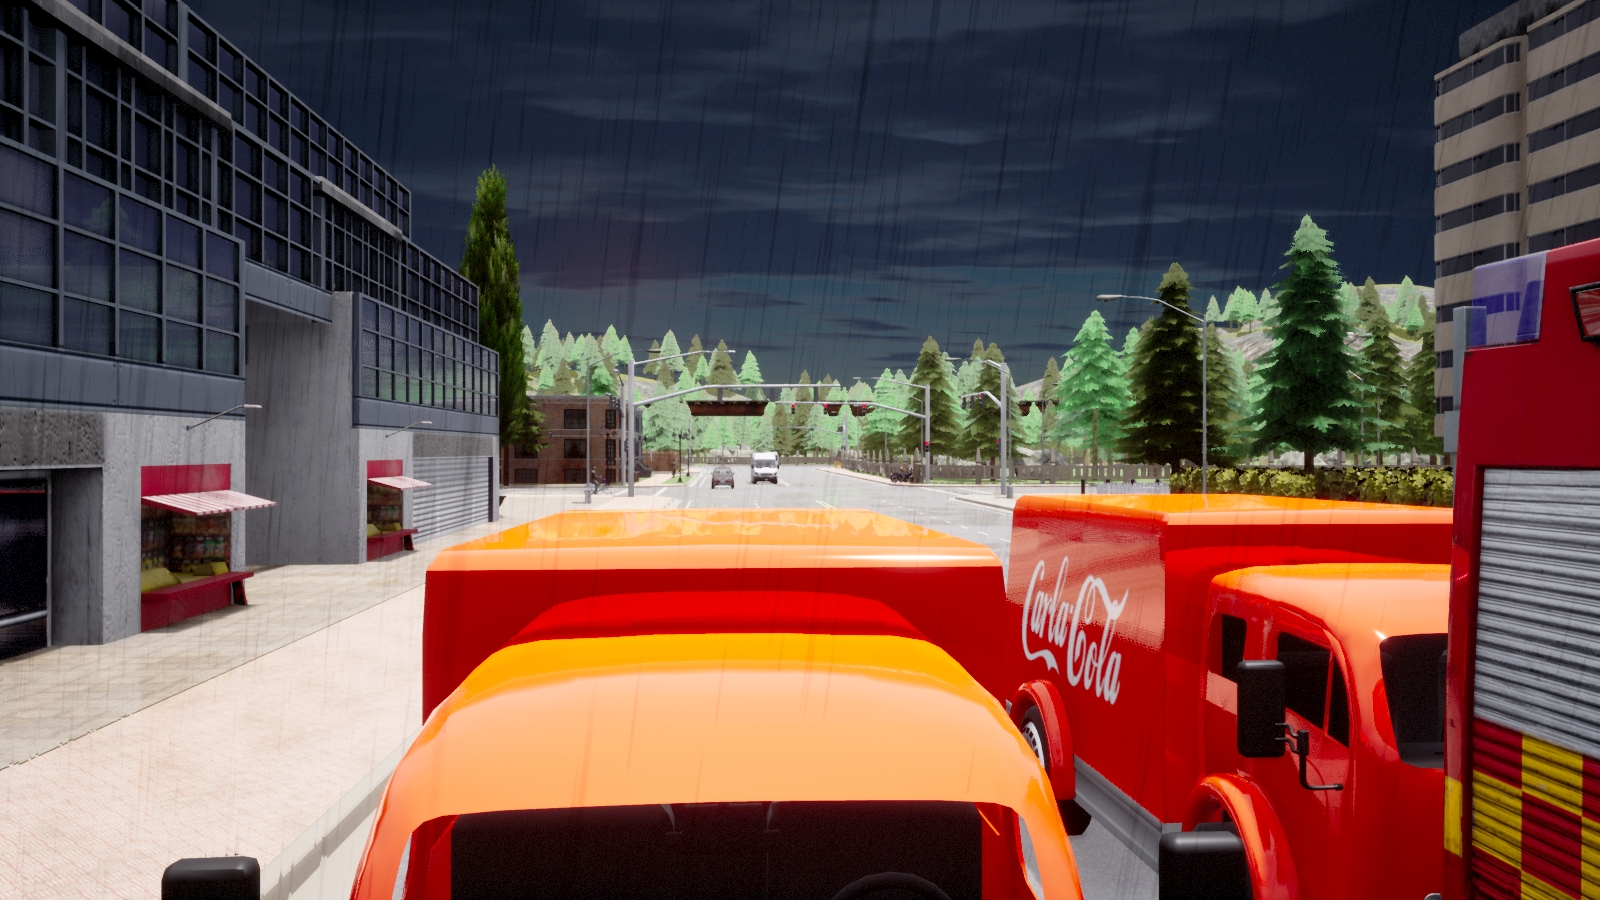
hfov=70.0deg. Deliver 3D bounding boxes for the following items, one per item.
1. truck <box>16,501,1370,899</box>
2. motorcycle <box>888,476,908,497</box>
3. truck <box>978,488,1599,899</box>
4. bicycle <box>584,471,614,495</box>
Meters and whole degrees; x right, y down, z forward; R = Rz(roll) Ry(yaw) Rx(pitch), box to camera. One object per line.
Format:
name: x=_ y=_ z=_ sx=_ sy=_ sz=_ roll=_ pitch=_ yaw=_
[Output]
truck: x=-0.347 y=1.568 z=4.821 sx=2.627 sy=2.467 sz=5.204 roll=0 pitch=0 yaw=-4
motorcycle: x=5.944 y=2.205 z=69.519 sx=0.867 sy=1.251 sz=2.209 roll=0 pitch=0 yaw=-4
truck: x=3.003 y=1.568 z=7.234 sx=2.627 sy=2.467 sz=5.204 roll=0 pitch=0 yaw=-4
bicycle: x=-12.531 y=2.060 z=71.198 sx=1.835 sy=1.471 sz=0.329 roll=0 pitch=0 yaw=-11
